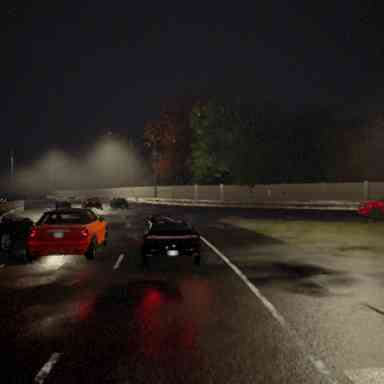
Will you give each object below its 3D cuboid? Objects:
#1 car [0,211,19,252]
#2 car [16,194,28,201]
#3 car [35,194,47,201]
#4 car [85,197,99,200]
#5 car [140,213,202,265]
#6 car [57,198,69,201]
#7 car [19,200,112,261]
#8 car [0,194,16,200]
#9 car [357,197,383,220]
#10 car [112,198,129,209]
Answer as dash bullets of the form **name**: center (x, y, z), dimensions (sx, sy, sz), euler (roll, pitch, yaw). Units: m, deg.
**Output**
- **car**: center (-8.155, 1.521, 13.895), dimensions (2.128, 1.511, 4.902), euler (0, 0, -8)
- **car**: center (-43.474, 1.327, 83.952), dimensions (4.553, 1.767, 2.097), euler (0, 0, 37)
- **car**: center (-39.322, 1.312, 86.625), dimensions (2.097, 1.767, 4.553), euler (0, 0, -37)
- **car**: center (-13.374, 1.399, 44.364), dimensions (2.097, 1.767, 4.553), euler (0, 0, -24)
- **car**: center (-0.801, 1.494, 11.730), dimensions (2.128, 1.511, 4.902), euler (0, 0, -6)
- **car**: center (-16.974, 1.554, 43.825), dimensions (2.128, 1.511, 4.902), euler (0, 0, -24)
- **car**: center (-4.470, 1.368, 12.563), dimensions (2.097, 1.767, 4.553), euler (0, 0, -7)
- **car**: center (-45.718, 1.335, 81.266), dimensions (4.553, 1.767, 2.097), euler (0, 0, 37)
- **car**: center (16.502, 1.162, 26.867), dimensions (5.566, 2.045, 2.150), euler (0, 0, 16)
- **car**: center (-9.961, 1.541, 45.292), dimensions (1.837, 1.490, 4.892), euler (0, 0, -24)
